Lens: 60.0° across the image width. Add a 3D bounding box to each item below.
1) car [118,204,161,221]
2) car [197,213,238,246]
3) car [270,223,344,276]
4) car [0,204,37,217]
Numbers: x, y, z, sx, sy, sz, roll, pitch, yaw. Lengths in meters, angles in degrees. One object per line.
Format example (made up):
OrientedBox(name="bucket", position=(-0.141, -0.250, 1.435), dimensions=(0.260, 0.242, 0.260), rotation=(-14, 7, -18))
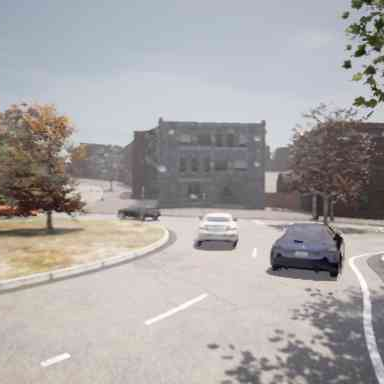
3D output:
OrientedBox(name="car", position=(-5.038, 1.865, 31.295), dimensions=(4.902, 1.511, 2.128), rotation=(-1, -1, 42))
OrientedBox(name="car", position=(1.268, 1.742, 16.423), dimensions=(1.812, 1.442, 4.674), rotation=(1, -1, 5))
OrientedBox(name="car", position=(3.974, 1.739, 11.176), dimensions=(1.994, 1.385, 4.181), rotation=(0, -1, 26))
OrientedBox(name="car", position=(-18.813, 1.752, 35.377), dimensions=(4.553, 1.767, 2.097), rotation=(0, -1, -2))
